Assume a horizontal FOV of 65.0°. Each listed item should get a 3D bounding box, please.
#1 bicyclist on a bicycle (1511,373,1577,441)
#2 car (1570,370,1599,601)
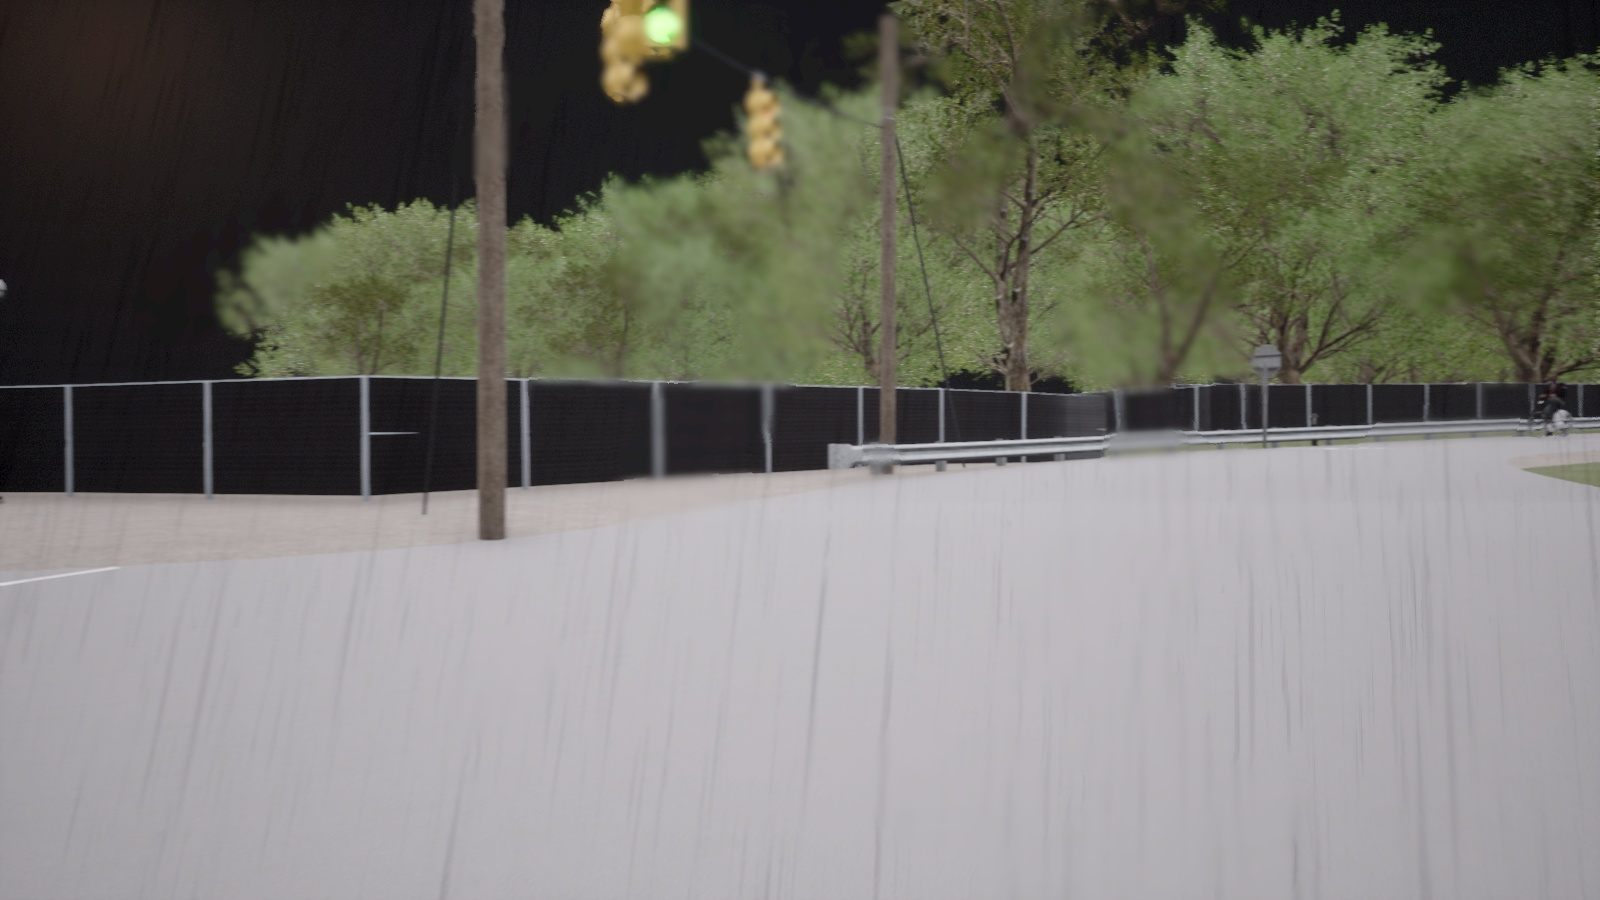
[{"bbox_3d":[19.831,-1.148,33.469,1.843,1.776,0.659,-2,2,-28],"label":"bicyclist on a bicycle"},{"bbox_3d":[8.061,0.173,8.098,4.856,1.649,2.033,-2,1,4],"label":"car"}]
